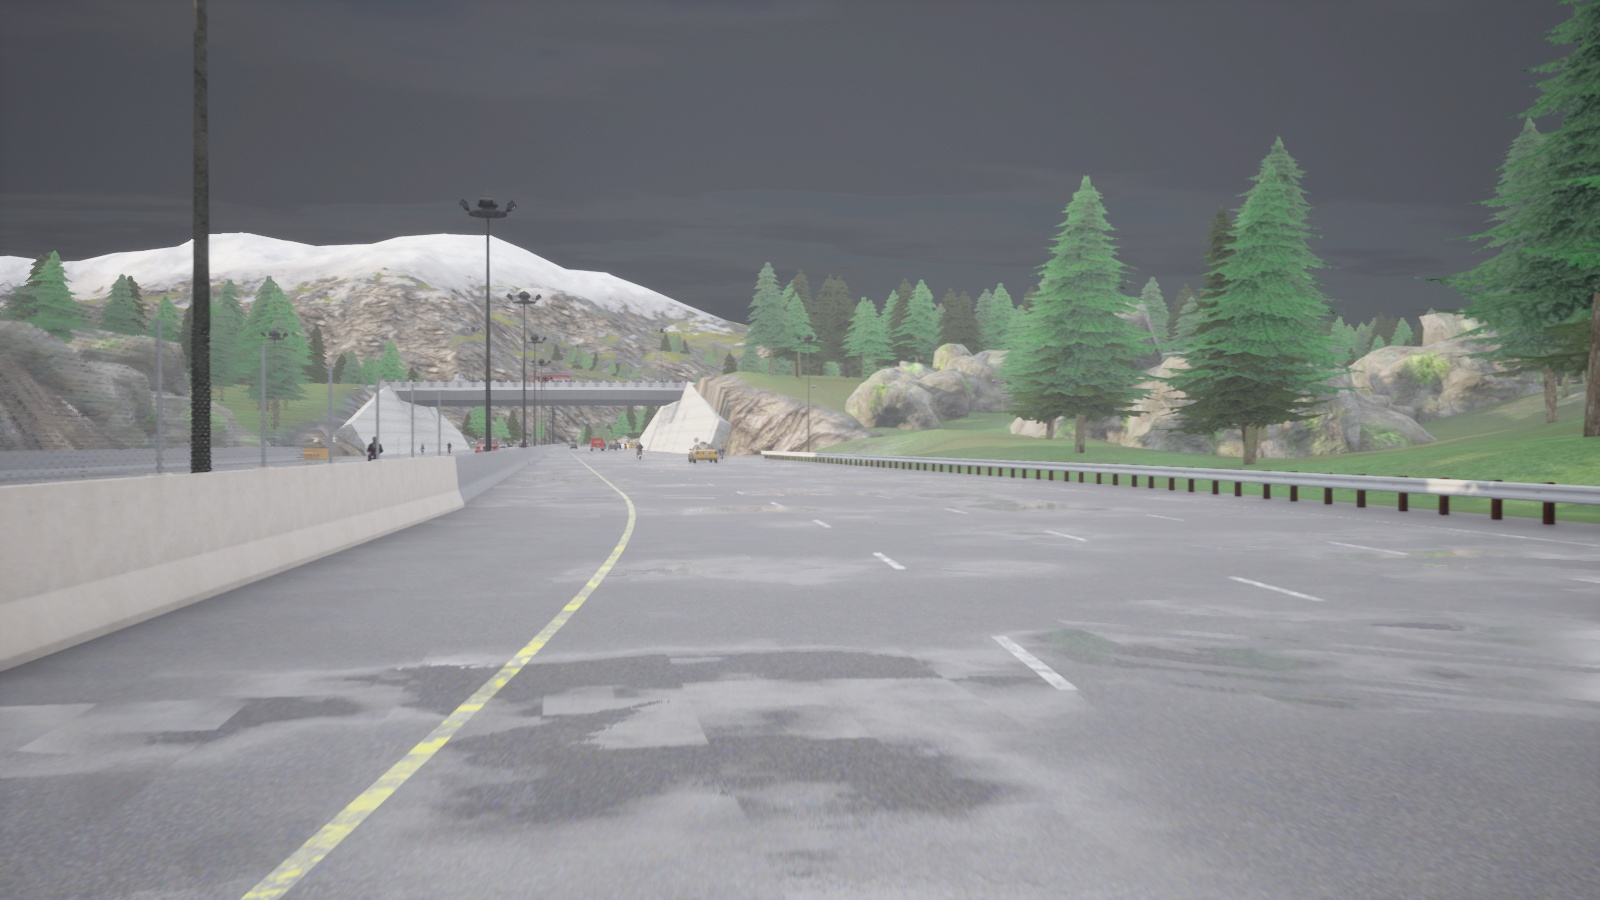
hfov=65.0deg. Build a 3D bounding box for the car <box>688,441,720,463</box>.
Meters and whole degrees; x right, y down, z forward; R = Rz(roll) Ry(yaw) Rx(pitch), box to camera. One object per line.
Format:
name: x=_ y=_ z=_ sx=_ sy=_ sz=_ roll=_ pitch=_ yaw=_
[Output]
car: x=-7.197 y=0.153 z=93.482 sx=1.801 sy=1.575 sz=5.366 roll=0 pitch=0 yaw=-11
